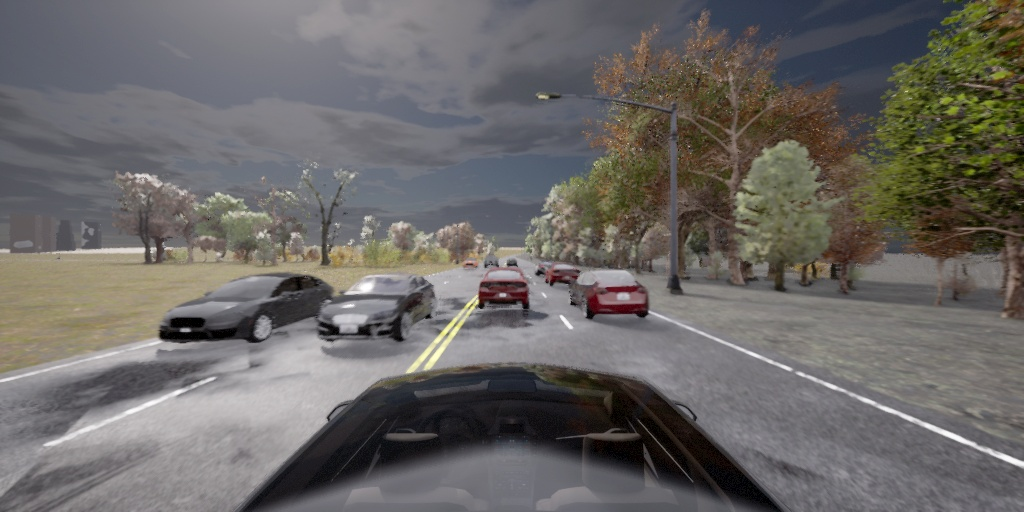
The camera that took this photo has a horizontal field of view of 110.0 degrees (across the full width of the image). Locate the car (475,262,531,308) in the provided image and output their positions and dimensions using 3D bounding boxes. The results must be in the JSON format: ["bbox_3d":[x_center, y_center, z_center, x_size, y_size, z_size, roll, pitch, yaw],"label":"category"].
[{"bbox_3d":[-0.254,1.207,15.032,1.882,1.535,5.008,0,0,2],"label":"car"}]

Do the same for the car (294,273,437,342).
[{"bbox_3d":[-3.350,1.229,9.808,2.128,1.511,4.902,0,0,0],"label":"car"}]

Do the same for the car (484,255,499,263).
[{"bbox_3d":[-3.268,0.884,57.211,2.150,2.045,5.566,0,0,0],"label":"car"}]

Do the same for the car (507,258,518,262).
[{"bbox_3d":[0.012,1.128,60.532,1.837,1.490,4.892,-1,-1,0],"label":"car"}]

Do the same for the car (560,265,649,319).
[{"bbox_3d":[3.232,1.219,12.746,2.163,1.488,4.792,-1,0,0],"label":"car"}]

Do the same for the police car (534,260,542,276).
[{"bbox_3d":[3.246,1.176,34.724,2.038,1.542,4.974,0,-1,0],"label":"police car"}]

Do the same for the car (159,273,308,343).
[{"bbox_3d":[-6.599,1.243,9.677,1.837,1.490,4.892,0,0,0],"label":"car"}]

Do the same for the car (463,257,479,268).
[{"bbox_3d":[-6.519,1.023,57.208,2.097,1.767,4.553,0,0,0],"label":"car"}]

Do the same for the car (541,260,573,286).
[{"bbox_3d":[3.254,1.163,23.725,1.882,1.535,5.008,1,-1,0],"label":"car"}]
